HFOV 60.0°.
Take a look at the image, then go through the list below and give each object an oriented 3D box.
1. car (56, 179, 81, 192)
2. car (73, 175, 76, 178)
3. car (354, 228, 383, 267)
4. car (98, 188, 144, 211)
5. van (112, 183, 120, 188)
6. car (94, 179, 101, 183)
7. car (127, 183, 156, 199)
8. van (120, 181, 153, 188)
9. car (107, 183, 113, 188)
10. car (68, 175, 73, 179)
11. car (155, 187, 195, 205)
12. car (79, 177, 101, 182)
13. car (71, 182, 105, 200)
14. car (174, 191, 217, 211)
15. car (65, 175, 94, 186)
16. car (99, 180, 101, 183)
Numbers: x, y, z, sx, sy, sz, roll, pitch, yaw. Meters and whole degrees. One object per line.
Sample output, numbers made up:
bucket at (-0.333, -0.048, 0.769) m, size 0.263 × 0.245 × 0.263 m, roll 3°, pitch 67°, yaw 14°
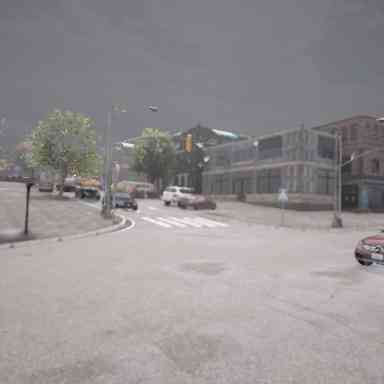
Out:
car at (-16.907, -0.690, 44.904) m, size 1.895 × 1.301 × 4.718 m, roll 3°, pitch 2°, yaw -33°
car at (-20.230, -2.071, 66.883) m, size 2.435 × 2.045 × 5.566 m, roll 7°, pitch 2°, yaw 37°
car at (6.935, 1.562, 9.946) m, size 4.674 × 1.442 × 1.812 m, roll 3°, pitch -2°, yaw -29°
car at (-6.076, 0.732, 28.072) m, size 1.994 × 1.385 × 4.181 m, roll 3°, pitch 2°, yaw -33°
van at (-8.962, -0.516, 49.006) m, size 1.878 × 1.987 × 4.442 m, roll 7°, pitch 2°, yaw 38°
car at (-13.749, -0.904, 56.765) m, size 2.002 × 1.452 × 4.674 m, roll 6°, pitch 2°, yaw 38°
car at (-5.708, 0.150, 43.996) m, size 2.231 × 1.521 × 4.892 m, roll 6°, pitch 2°, yaw 38°
van at (-7.352, -0.297, 46.450) m, size 1.878 × 1.987 × 4.442 m, roll 7°, pitch 2°, yaw 38°
car at (-10.406, -0.502, 51.809) m, size 1.946 × 1.575 × 5.366 m, roll 6°, pitch 2°, yaw 38°
car at (-23.517, -2.350, 71.987) m, size 2.185 × 1.767 × 4.553 m, roll 4°, pitch -1°, yaw 36°
car at (-0.853, 0.554, 36.362) m, size 2.435 × 2.045 × 5.566 m, roll 6°, pitch 2°, yaw 38°
car at (-18.491, -1.596, 64.526) m, size 1.946 × 1.575 × 5.366 m, roll 6°, pitch 2°, yaw 37°
car at (-11.436, 0.010, 36.394) m, size 1.994 × 1.385 × 4.181 m, roll 3°, pitch 2°, yaw -33°
car at (0.716, 1.062, 33.799) m, size 2.002 × 1.452 × 4.674 m, roll 6°, pitch 2°, yaw 38°
car at (-25.175, -2.576, 74.422) m, size 2.435 × 2.045 × 5.566 m, roll 1°, pitch -3°, yaw 37°
car at (-12.125, -0.684, 54.218) m, size 2.002 × 1.452 × 4.674 m, roll 7°, pitch 2°, yaw 38°
